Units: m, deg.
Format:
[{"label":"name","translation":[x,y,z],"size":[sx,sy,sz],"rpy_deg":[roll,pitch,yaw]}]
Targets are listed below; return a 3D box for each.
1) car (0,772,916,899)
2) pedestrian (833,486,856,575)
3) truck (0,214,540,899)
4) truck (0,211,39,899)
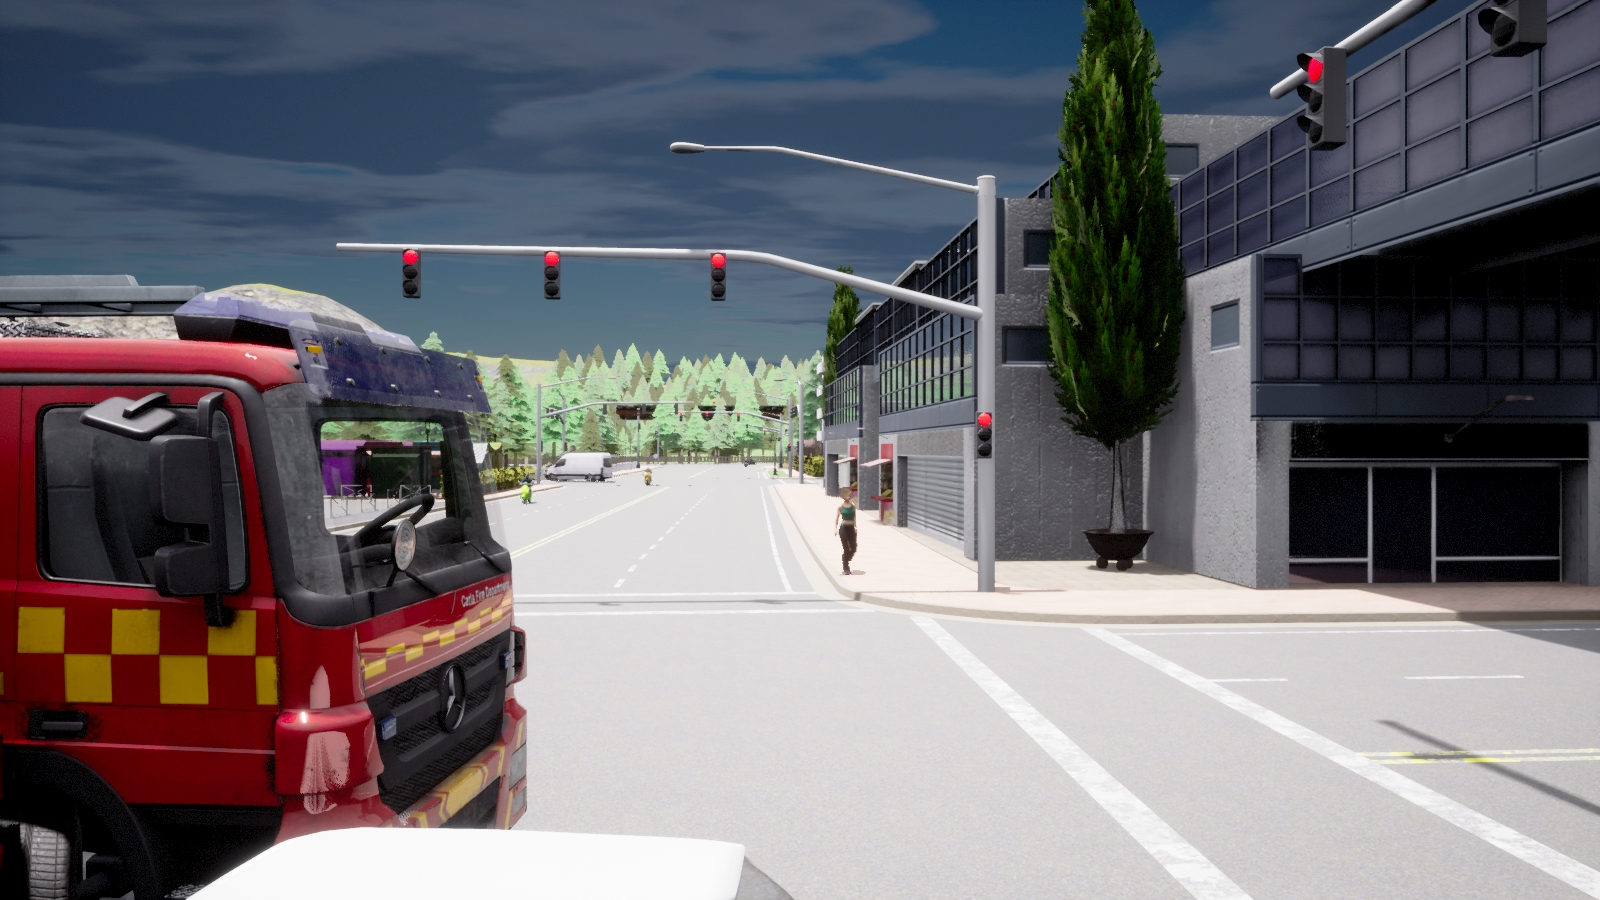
[{"label":"car","translation":[-1.549,2.065,3.579],"size":[3.806,1.475,1.970],"rpy_deg":[0,0,5]},{"label":"pedestrian","translation":[0.953,1.696,24.264],"size":[0.375,1.860,0.375],"rpy_deg":[0,0,-20]},{"label":"truck","translation":[-6.102,0.890,6.659],"size":[8.468,3.827,2.891],"rpy_deg":[0,0,4]},{"label":"truck","translation":[-7.587,0.890,3.490],"size":[8.468,3.827,2.891],"rpy_deg":[0,0,-3]}]
